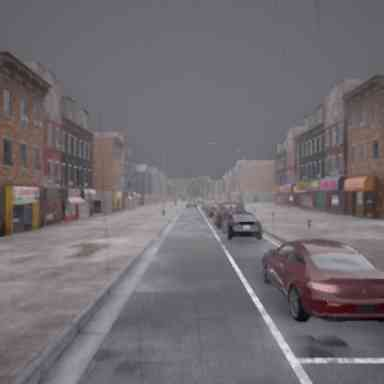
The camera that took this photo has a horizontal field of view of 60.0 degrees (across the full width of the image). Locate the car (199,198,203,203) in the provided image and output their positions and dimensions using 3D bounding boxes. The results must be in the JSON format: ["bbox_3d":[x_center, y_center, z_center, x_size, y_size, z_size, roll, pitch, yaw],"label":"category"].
[{"bbox_3d":[2.586,2.087,56.313,1.967,1.590,4.097,0,-1,0],"label":"car"}]

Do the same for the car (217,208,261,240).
[{"bbox_3d":[2.621,1.746,18.046,1.947,1.339,4.313,0,-1,0],"label":"car"}]

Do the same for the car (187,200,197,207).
[{"bbox_3d":[-0.060,2.376,71.714,2.033,1.411,5.357,0,-1,0],"label":"car"}]

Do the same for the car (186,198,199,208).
[{"bbox_3d":[-0.052,2.288,61.876,1.994,1.385,4.181,0,-1,0],"label":"car"}]

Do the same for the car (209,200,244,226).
[{"bbox_3d":[2.616,1.555,23.515,2.192,1.841,5.009,0,-1,0],"label":"car"}]

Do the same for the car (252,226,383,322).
[{"bbox_3d":[2.631,1.651,7.113,1.802,1.307,4.206,0,-1,0],"label":"car"}]

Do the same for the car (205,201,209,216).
[{"bbox_3d":[2.606,1.911,34.446,1.887,1.381,4.507,0,-1,0],"label":"car"}]

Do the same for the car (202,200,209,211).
[{"bbox_3d":[2.601,2.000,39.912,1.947,1.339,4.313,0,-1,0],"label":"car"}]

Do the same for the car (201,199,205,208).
[{"bbox_3d":[2.596,2.031,45.549,1.752,1.417,4.829,0,-1,0],"label":"car"}]

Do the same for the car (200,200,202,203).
[{"bbox_3d":[2.591,2.156,50.846,1.802,1.307,4.206,0,-1,0],"label":"car"}]
